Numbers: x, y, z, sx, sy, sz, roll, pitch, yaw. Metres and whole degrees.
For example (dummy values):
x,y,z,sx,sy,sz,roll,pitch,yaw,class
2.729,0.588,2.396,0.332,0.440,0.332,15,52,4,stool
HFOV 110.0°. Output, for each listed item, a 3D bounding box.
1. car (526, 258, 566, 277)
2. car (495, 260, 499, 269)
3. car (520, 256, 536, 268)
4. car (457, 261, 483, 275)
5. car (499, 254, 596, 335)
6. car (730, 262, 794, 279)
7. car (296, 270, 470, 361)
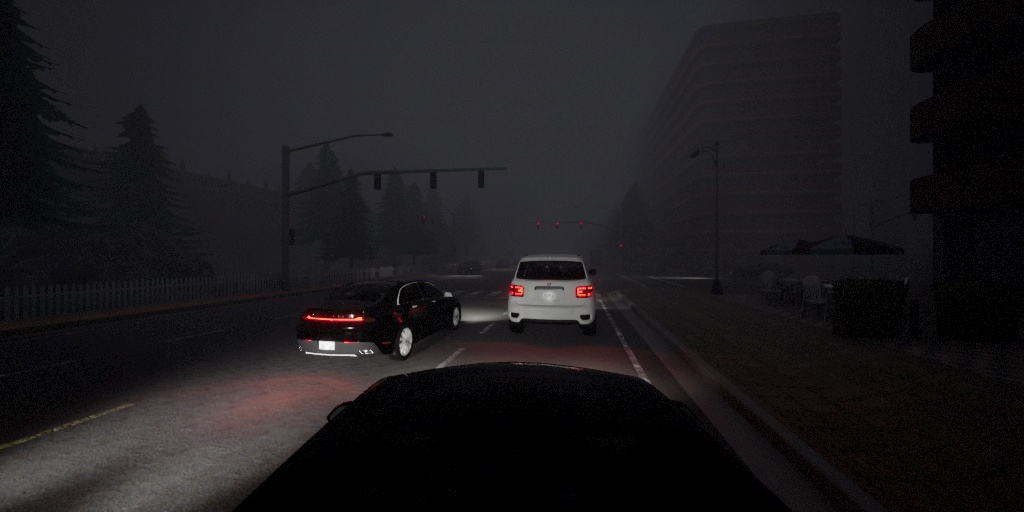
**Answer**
x,y,z,sx,sy,sz,roll,pitch,yaw,class
3.399,1.128,37.198,2.097,1.767,4.553,0,0,-25,car
-1.386,1.227,56.728,1.882,1.535,5.008,0,0,10,car
2.810,0.971,60.411,2.150,2.045,5.566,0,0,9,car
-4.539,1.259,38.942,1.837,1.490,4.892,0,0,10,car
1.319,0.971,10.727,2.150,2.045,5.566,0,0,10,car
22.456,1.297,32.327,4.902,1.511,2.128,0,0,10,car
-2.662,1.255,8.394,1.837,1.490,4.892,0,0,10,car
